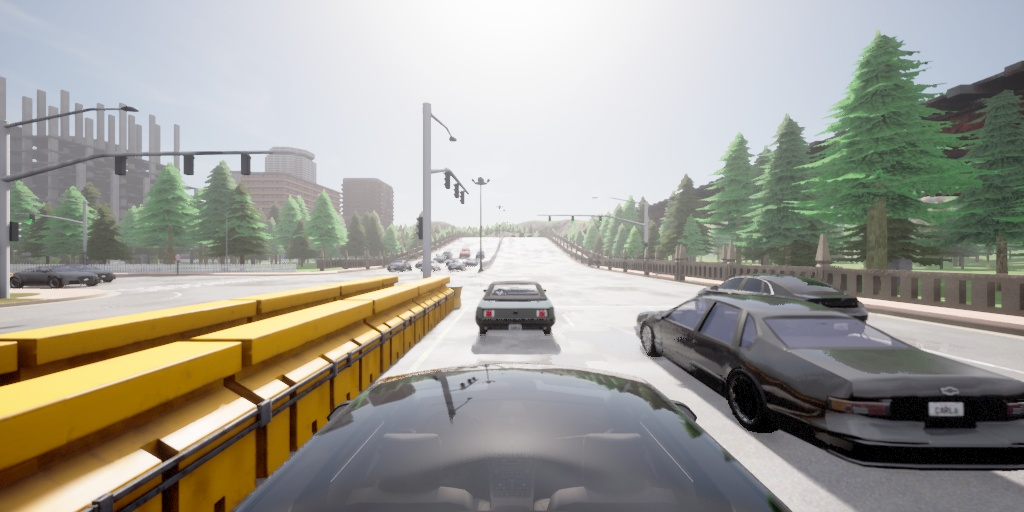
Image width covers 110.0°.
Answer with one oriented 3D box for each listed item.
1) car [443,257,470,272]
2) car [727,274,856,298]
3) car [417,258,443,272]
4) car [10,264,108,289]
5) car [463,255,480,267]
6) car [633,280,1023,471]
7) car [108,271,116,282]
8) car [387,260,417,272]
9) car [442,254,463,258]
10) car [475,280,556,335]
[{"bbox_3d":[-7.083,1.250,46.269,2.128,1.511,4.902,0,0,0],"label":"car"},{"bbox_3d":[7.085,1.258,10.132,1.837,1.490,4.892,0,0,0],"label":"car"},{"bbox_3d":[-10.586,1.285,46.588,1.812,1.442,4.674,0,0,0],"label":"car"},{"bbox_3d":[-29.083,1.320,22.878,4.181,1.385,1.994,0,0,2],"label":"car"},{"bbox_3d":[-7.039,1.055,62.647,2.033,1.411,5.357,0,3,1],"label":"car"},{"bbox_3d":[3.564,1.299,5.441,2.033,1.411,5.357,0,0,0],"label":"car"},{"bbox_3d":[-32.085,1.321,26.492,4.181,1.385,1.994,0,0,2],"label":"car"},{"bbox_3d":[-14.185,1.255,45.381,2.128,1.511,4.902,0,0,2],"label":"car"},{"bbox_3d":[-10.525,0.998,63.790,2.033,1.411,5.357,0,3,1],"label":"car"},{"bbox_3d":[0.086,1.354,10.465,1.895,1.301,4.718,0,0,0],"label":"car"}]
